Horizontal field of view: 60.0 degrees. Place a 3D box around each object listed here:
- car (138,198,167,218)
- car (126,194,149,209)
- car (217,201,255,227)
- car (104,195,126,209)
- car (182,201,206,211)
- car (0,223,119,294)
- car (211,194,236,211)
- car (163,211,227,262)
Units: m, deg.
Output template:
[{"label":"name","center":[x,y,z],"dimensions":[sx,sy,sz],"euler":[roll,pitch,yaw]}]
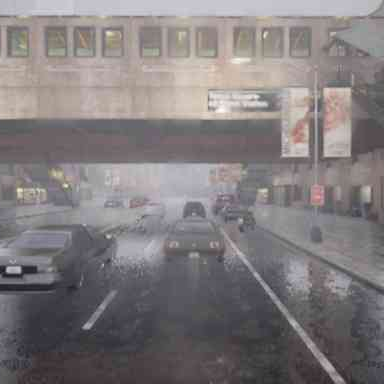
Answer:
[{"label":"car","center":[-3.313,1.543,29.813],"dimensions":[1.812,1.442,4.674],"euler":[0,0,0]},{"label":"car","center":[-6.963,1.249,44.973],"dimensions":[2.150,2.045,5.566],"euler":[0,0,0]},{"label":"car","center":[3.224,1.610,25.449],"dimensions":[1.895,1.301,4.718],"euler":[0,0,0]},{"label":"car","center":[-10.460,1.518,44.947],"dimensions":[2.128,1.511,4.902],"euler":[0,0,0]},{"label":"car","center":[0.188,1.521,29.124],"dimensions":[1.837,1.490,4.892],"euler":[0,0,0]},{"label":"car","center":[-3.435,1.553,8.947],"dimensions":[2.033,1.411,5.357],"euler":[0,0,0]},{"label":"car","center":[3.178,1.248,32.845],"dimensions":[2.435,2.045,5.566],"euler":[0,0,0]},{"label":"car","center":[0.082,1.608,12.179],"dimensions":[1.895,1.301,4.718],"euler":[0,0,0]}]
